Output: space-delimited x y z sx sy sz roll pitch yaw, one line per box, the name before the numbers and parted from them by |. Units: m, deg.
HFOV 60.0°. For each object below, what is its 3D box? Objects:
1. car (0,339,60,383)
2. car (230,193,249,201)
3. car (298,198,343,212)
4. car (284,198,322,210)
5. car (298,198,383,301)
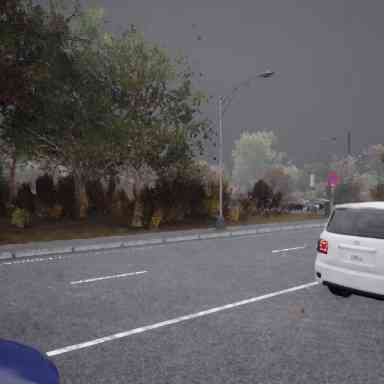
car | -3.070 1.526 1.553 4.674 1.442 1.812 0 0 -36
car | 7.294 1.213 47.085 2.150 2.045 5.566 0 0 -32
car | 15.569 1.491 40.540 2.128 1.511 4.902 0 0 -32
car | 12.539 1.491 38.756 2.128 1.511 4.902 0 0 -33
car | 5.050 1.221 7.356 5.566 2.045 2.150 0 0 -35
